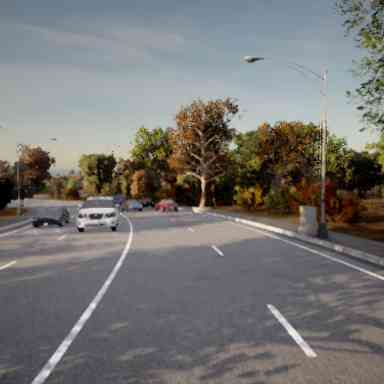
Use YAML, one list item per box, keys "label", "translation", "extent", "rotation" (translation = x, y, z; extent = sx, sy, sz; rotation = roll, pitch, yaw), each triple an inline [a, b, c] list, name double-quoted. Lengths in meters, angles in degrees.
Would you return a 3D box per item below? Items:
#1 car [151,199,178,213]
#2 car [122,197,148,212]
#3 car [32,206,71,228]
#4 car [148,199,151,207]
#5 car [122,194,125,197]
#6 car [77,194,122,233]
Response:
- label: "car"
  translation: [-2.950, 1.547, 38.320]
  extent: [1.812, 1.442, 4.674]
  rotation: [-1, 0, -20]
- label: "car"
  translation: [-7.310, 1.662, 40.219]
  extent: [2.033, 1.411, 5.357]
  rotation: [-1, 0, -22]
- label: "car"
  translation: [-9.935, 1.712, 23.936]
  extent: [2.033, 1.411, 5.357]
  rotation: [-1, 0, -12]
- label: "car"
  translation: [-6.929, 1.671, 48.629]
  extent: [1.895, 1.301, 4.718]
  rotation: [-2, 0, -24]
- label: "car"
  translation: [-11.455, 1.411, 50.136]
  extent: [2.150, 2.045, 5.566]
  rotation: [-2, 0, -27]
- label: "car"
  translation: [-5.755, 1.310, 20.886]
  extent: [2.150, 2.045, 5.566]
  rotation: [-1, 0, -11]
